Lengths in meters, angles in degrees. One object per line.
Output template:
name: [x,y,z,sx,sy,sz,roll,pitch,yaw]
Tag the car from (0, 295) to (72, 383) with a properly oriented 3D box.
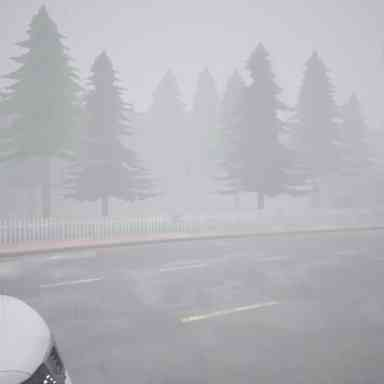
car: [-3.293,1.261,1.118,5.566,2.045,2.150,-2,1,-39]
